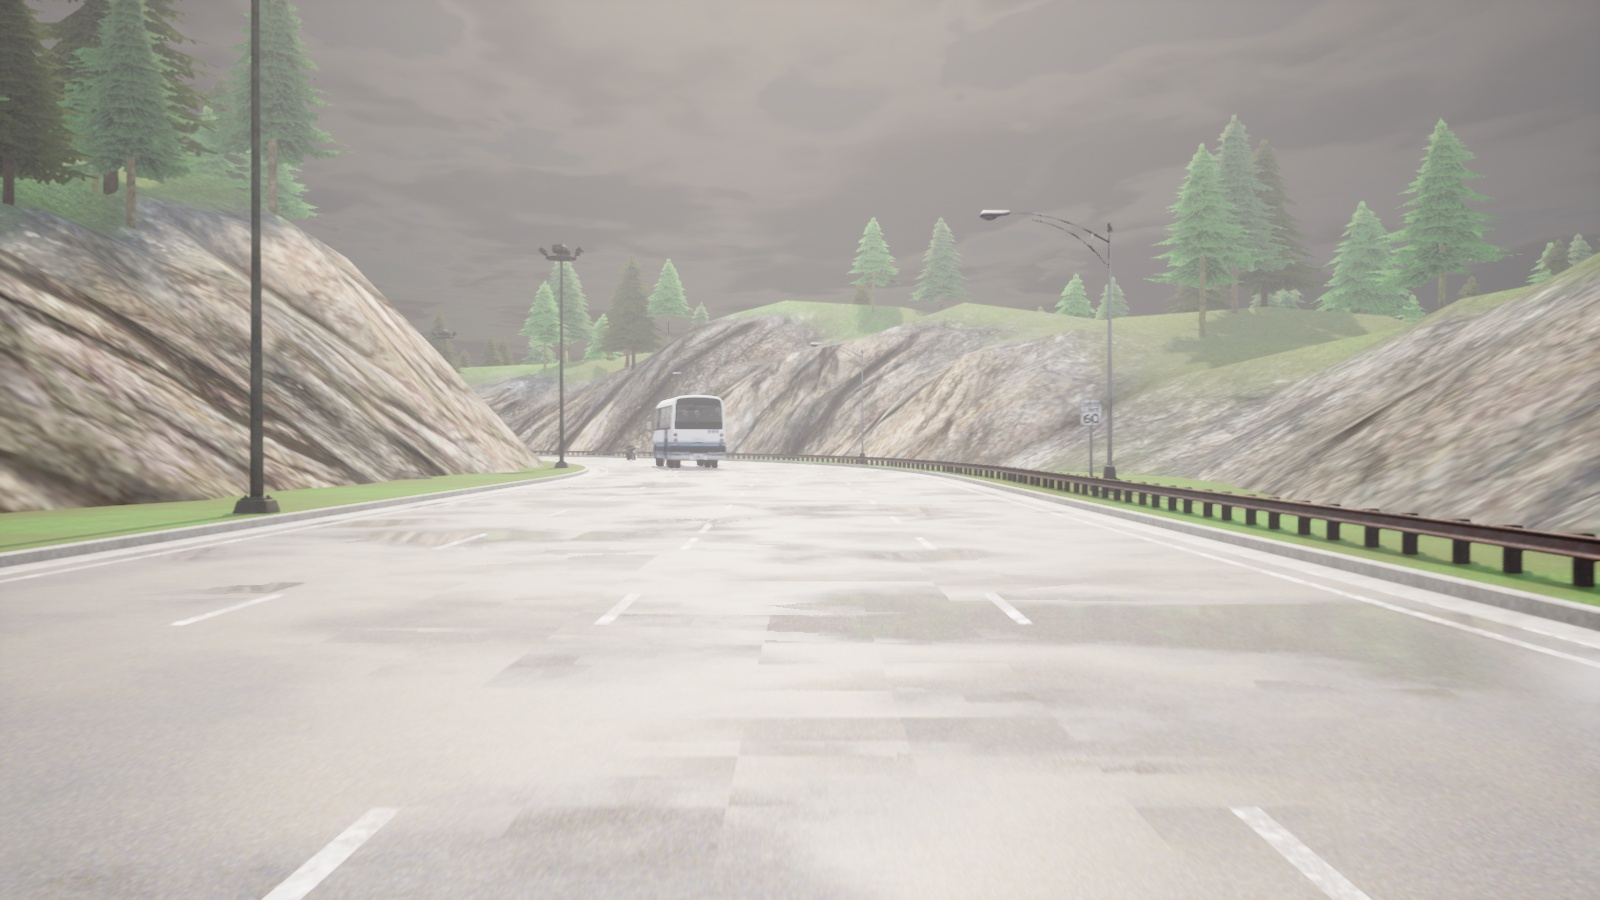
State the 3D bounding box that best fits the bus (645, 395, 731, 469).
[{"bbox_3d":[-7.069,-1.073,77.494,3.944,4.253,10.273,0,0,-13],"label":"bus"}]
